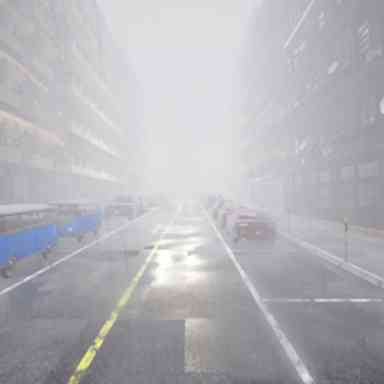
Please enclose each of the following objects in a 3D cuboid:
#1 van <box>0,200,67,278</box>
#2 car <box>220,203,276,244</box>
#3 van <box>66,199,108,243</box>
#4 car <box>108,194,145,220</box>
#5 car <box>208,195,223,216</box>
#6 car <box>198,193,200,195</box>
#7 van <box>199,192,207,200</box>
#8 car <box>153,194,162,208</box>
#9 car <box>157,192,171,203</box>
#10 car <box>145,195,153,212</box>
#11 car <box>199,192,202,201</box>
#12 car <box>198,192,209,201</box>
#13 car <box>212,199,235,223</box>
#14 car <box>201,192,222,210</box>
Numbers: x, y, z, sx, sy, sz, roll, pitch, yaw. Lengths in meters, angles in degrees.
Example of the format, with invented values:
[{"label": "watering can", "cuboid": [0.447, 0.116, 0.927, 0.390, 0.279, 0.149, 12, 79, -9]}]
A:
[{"label": "van", "cuboid": [-5.310, 1.272, 9.608, 1.690, 1.788, 3.998, 1, 0, 0]}, {"label": "car", "cuboid": [2.554, 1.437, 15.096, 1.887, 1.381, 4.507, 1, 0, 0]}, {"label": "van", "cuboid": [-5.322, 1.235, 15.140, 1.690, 1.788, 3.998, 1, 0, 0]}, {"label": "car", "cuboid": [-5.345, 1.140, 26.200, 2.192, 1.841, 5.009, 1, 0, 0]}, {"label": "car", "cuboid": [2.540, 1.263, 26.157, 1.967, 1.590, 4.097, 1, 0, 0]}, {"label": "car", "cuboid": [2.426, 1.233, 59.345, 1.802, 1.307, 4.206, 1, 0, 0]}, {"label": "van", "cuboid": [2.395, 0.933, 75.938, 1.690, 1.788, 3.998, 1, 0, 0]}, {"label": "car", "cuboid": [-5.385, 1.296, 42.794, 1.947, 1.339, 4.313, 1, 0, 0]}, {"label": "car", "cuboid": [-5.415, 0.968, 59.382, 2.192, 1.841, 5.009, 1, 0, 0]}, {"label": "car", "cuboid": [-5.356, 1.107, 31.730, 2.192, 1.841, 5.009, 1, 0, 0]}, {"label": "car", "cuboid": [2.452, 1.142, 48.282, 1.967, 1.590, 4.097, 1, 0, 0]}, {"label": "car", "cuboid": [2.408, 0.925, 70.406, 2.192, 1.841, 5.009, 1, 0, 0]}, {"label": "car", "cuboid": [2.542, 1.402, 20.626, 1.887, 1.381, 4.507, 1, 0, 0]}, {"label": "car", "cuboid": [2.478, 1.074, 37.218, 2.192, 1.841, 5.009, 1, 0, 0]}]
